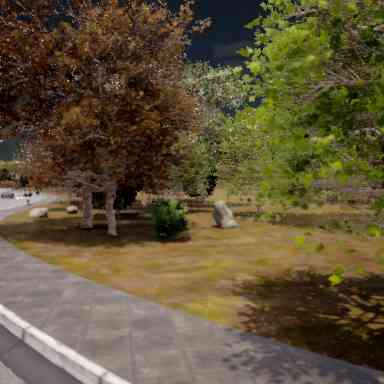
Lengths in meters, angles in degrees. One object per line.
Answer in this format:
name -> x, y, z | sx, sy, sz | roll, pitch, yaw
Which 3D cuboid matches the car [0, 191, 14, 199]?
car -> -34.041, 0.529, 61.344 | 1.837, 1.490, 4.892 | 0, 2, -22
